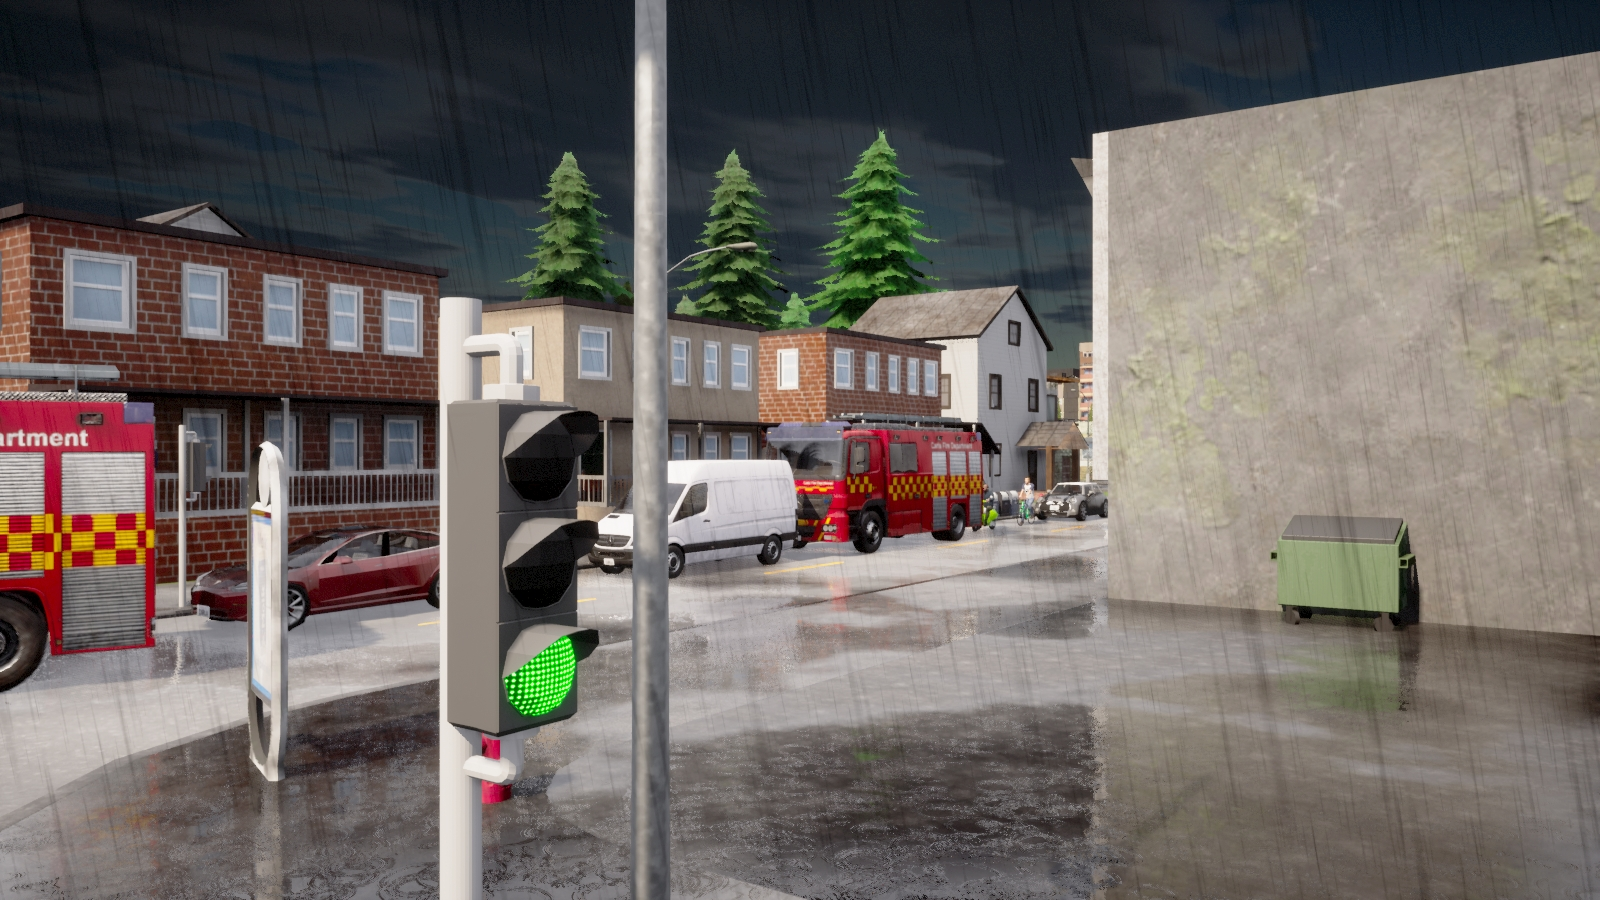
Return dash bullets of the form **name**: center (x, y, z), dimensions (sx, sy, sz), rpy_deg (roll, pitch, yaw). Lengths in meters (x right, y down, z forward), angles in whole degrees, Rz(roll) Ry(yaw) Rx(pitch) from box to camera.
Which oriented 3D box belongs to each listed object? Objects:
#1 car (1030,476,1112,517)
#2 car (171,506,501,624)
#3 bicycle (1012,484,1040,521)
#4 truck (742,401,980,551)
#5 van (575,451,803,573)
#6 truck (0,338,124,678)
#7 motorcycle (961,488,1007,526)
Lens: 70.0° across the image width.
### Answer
- **car**: center (11.003, 1.837, 46.179), dimensions (1.970, 1.475, 3.806), rpy_deg (0, 0, 35)
- **car**: center (-7.716, 1.835, 19.477), dimensions (2.163, 1.488, 4.792), rpy_deg (0, 0, 35)
- **bicycle**: center (8.406, 1.928, 42.476), dimensions (0.373, 1.296, 1.643), rpy_deg (0, 0, 35)
- **truck**: center (2.054, 0.663, 33.403), dimensions (2.891, 3.827, 8.468), rpy_deg (0, 0, 35)
- **van**: center (-2.442, 1.307, 26.996), dimensions (1.988, 2.561, 5.915), rpy_deg (0, 0, 35)
- **truck**: center (-12.352, 0.662, 12.464), dimensions (8.468, 3.827, 2.891), rpy_deg (0, 0, -32)
- **motorcycle**: center (6.398, 1.954, 39.613), dimensions (0.856, 1.236, 1.805), rpy_deg (0, 0, 35)
